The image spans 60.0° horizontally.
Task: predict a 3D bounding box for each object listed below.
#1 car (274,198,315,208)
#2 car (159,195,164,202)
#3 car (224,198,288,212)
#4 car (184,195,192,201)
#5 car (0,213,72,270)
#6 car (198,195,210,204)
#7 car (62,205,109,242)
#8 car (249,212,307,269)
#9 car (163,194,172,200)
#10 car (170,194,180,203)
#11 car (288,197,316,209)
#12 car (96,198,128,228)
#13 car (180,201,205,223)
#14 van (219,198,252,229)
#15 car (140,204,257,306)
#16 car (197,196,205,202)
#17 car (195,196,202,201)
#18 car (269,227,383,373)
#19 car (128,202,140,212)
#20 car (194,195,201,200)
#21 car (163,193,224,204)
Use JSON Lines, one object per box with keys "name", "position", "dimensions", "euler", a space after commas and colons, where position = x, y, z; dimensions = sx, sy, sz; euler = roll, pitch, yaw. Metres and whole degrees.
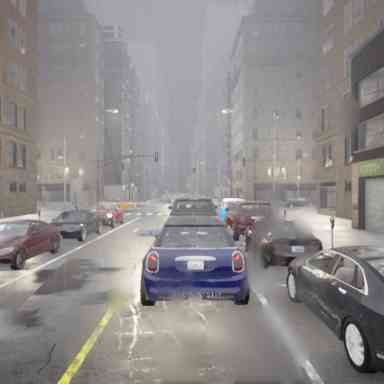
{"name": "car", "position": [15.006, 1.533, 48.847], "dimensions": [5.357, 1.411, 2.033], "euler": [0, 0, -1]}
{"name": "car", "position": [-6.482, 1.467, 76.978], "dimensions": [1.967, 1.590, 4.097], "euler": [0, 0, -1]}
{"name": "car", "position": [2.802, 1.313, 16.470], "dimensions": [2.192, 1.841, 5.009], "euler": [0, 0, 0]}
{"name": "car", "position": [-1.175, 1.601, 91.114], "dimensions": [1.994, 1.385, 4.181], "euler": [0, 0, -1]}
{"name": "car", "position": [-5.704, 1.580, 10.907], "dimensions": [1.802, 1.307, 4.206], "euler": [0, 0, 0]}
{"name": "car", "position": [2.331, 1.457, 65.882], "dimensions": [1.967, 1.590, 4.097], "euler": [0, 0, -1]}
{"name": "car", "position": [-5.725, 1.563, 16.432], "dimensions": [1.947, 1.339, 4.313], "euler": [0, 0, 0]}
{"name": "car", "position": [2.822, 1.564, 10.946], "dimensions": [1.947, 1.339, 4.313], "euler": [0, 0, 0]}
{"name": "car", "position": [-6.919, 1.375, 93.938], "dimensions": [2.192, 1.841, 5.009], "euler": [0, 0, -1]}
{"name": "car", "position": [-3.689, 1.378, 72.098], "dimensions": [2.097, 1.767, 4.553], "euler": [0, 0, -1]}
{"name": "car", "position": [14.874, 1.473, 45.596], "dimensions": [4.902, 1.511, 2.128], "euler": [0, 0, -1]}
{"name": "car", "position": [-5.745, 1.437, 21.957], "dimensions": [1.967, 1.590, 4.097], "euler": [0, 0, 0]}
{"name": "car", "position": [0.002, 1.522, 26.147], "dimensions": [1.812, 1.442, 4.674], "euler": [0, 0, -1]}
{"name": "van", "position": [2.781, 1.338, 21.994], "dimensions": [1.690, 1.788, 3.998], "euler": [0, 0, 0]}
{"name": "car", "position": [0.024, 1.351, 8.176], "dimensions": [2.097, 1.767, 4.553], "euler": [0, 0, -1]}
{"name": "car", "position": [2.041, 1.609, 77.189], "dimensions": [1.802, 1.307, 4.206], "euler": [0, 0, -1]}
{"name": "car", "position": [1.750, 1.625, 88.491], "dimensions": [1.802, 1.307, 4.206], "euler": [0, 0, -1]}
{"name": "car", "position": [2.843, 1.550, 5.423], "dimensions": [2.008, 1.369, 4.403], "euler": [0, 0, 0]}
{"name": "car", "position": [-8.608, 1.473, 38.679], "dimensions": [5.008, 1.535, 1.882], "euler": [0, 0, -1]}
{"name": "car", "position": [1.604, 1.604, 94.143], "dimensions": [1.887, 1.381, 4.507], "euler": [0, 0, -1]}
{"name": "car", "position": [0.044, 1.219, 15.581], "dimensions": [2.150, 2.045, 5.566], "euler": [0, 0, 0]}
